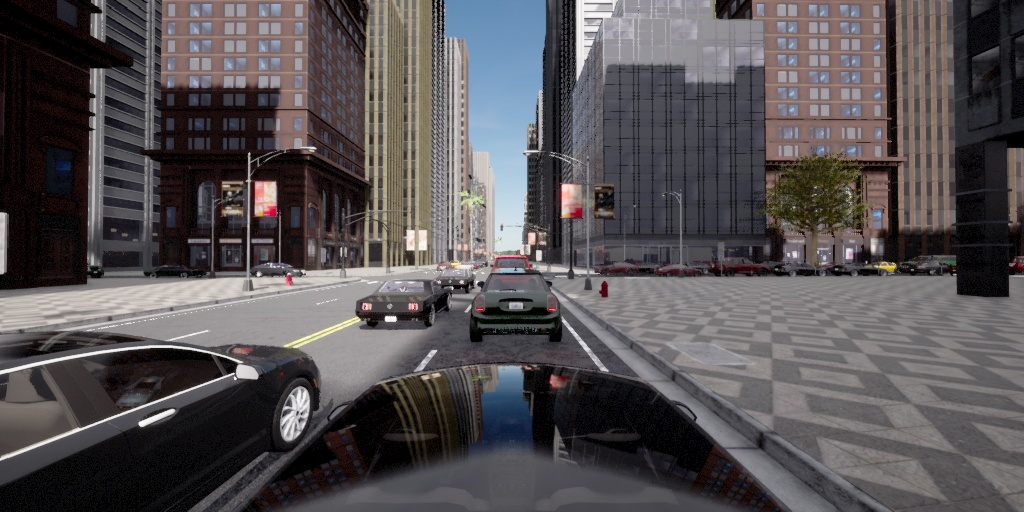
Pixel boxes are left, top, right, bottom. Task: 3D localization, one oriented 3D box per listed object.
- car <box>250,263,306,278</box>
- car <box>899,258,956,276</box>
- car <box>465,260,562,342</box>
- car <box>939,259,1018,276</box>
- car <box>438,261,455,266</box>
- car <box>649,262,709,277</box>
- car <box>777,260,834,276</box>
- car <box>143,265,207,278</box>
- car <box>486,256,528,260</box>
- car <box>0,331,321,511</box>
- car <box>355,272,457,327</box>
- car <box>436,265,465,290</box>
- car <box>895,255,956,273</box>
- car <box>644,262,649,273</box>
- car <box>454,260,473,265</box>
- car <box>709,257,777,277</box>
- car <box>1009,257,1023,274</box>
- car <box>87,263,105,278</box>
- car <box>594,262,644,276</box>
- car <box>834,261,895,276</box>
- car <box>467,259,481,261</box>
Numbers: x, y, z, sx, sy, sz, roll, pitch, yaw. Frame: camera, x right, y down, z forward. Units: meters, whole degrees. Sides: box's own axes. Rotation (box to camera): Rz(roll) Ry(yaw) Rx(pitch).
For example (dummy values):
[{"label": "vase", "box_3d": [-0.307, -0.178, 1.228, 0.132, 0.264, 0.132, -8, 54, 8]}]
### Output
[{"label": "car", "box_3d": [-22.716, 1.419, 34.914, 4.902, 1.511, 2.128, 0, -1, 0]}, {"label": "car", "box_3d": [42.522, 1.229, 36.067, 4.674, 1.442, 1.812, 0, -1, -1]}, {"label": "car", "box_3d": [0.081, 1.109, 9.940, 2.097, 1.767, 4.553, 0, 0, 0]}, {"label": "car", "box_3d": [43.442, 1.215, 33.452, 4.507, 1.381, 1.888, 0, 0, -1]}, {"label": "car", "box_3d": [-9.942, 1.504, 53.158, 1.812, 1.442, 4.674, 0, 0, -3]}, {"label": "car", "box_3d": [15.254, 1.328, 32.958, 4.207, 1.307, 1.802, 0, 0, -1]}, {"label": "car", "box_3d": [26.530, 1.276, 33.155, 4.313, 1.339, 1.948, 0, 0, -1]}, {"label": "car", "box_3d": [-32.663, 1.573, 34.903, 4.718, 1.301, 1.895, 0, -1, 0]}, {"label": "car", "box_3d": [-0.036, 1.003, 19.461, 2.150, 2.045, 5.566, 0, 0, 0]}, {"label": "car", "box_3d": [-3.151, 1.255, 2.267, 1.837, 1.490, 4.892, 0, 0, 0]}, {"label": "car", "box_3d": [-3.168, 1.361, 11.587, 1.895, 1.301, 4.718, 0, 0, 0]}, {"label": "car", "box_3d": [-3.189, 1.388, 20.756, 1.895, 1.301, 4.718, 0, 0, 0]}, {"label": "car", "box_3d": [45.557, 0.960, 39.185, 5.566, 2.045, 2.150, 0, -1, -1]}, {"label": "car", "box_3d": [15.107, 1.413, 41.482, 4.313, 1.339, 1.948, 0, 0, -1]}, {"label": "car", "box_3d": [-6.696, 1.571, 51.903, 1.895, 1.301, 4.718, 0, 0, 0]}, {"label": "car", "box_3d": [20.893, 1.042, 33.057, 5.009, 1.841, 2.192, 0, 0, -1]}, {"label": "car", "box_3d": [49.081, 0.974, 33.550, 5.009, 1.841, 2.192, 0, 0, -1]}, {"label": "car", "box_3d": [-43.300, 1.242, 34.899, 5.566, 2.045, 2.150, 0, -1, 0]}, {"label": "car", "box_3d": [11.248, 1.354, 38.665, 4.674, 1.442, 1.812, 0, -1, -1]}, {"label": "car", "box_3d": [32.166, 1.261, 33.254, 4.313, 1.339, 1.948, 0, 0, -1]}, {"label": "car", "box_3d": [-6.694, 1.635, 61.067, 1.895, 1.301, 4.718, 0, 0, 0]}]
